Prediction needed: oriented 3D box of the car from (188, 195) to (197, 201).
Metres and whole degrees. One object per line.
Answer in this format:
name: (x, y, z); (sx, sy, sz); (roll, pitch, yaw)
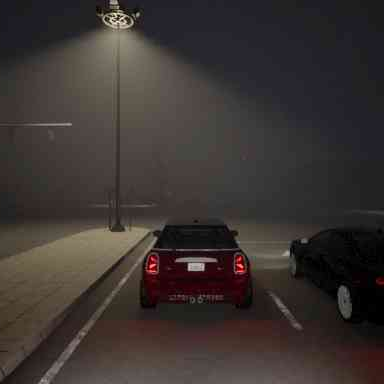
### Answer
car: (0.178, 1.516, 85.535); (2.128, 1.511, 4.902); (0, 0, 0)

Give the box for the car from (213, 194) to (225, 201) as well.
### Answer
car: (7.179, 1.348, 85.907); (2.097, 1.767, 4.553); (0, 0, 0)

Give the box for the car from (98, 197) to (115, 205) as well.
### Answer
car: (-14.948, 1.564, 58.332); (1.994, 1.385, 4.181); (0, 0, 0)

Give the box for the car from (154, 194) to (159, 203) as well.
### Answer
car: (-7.891, 1.601, 66.077); (1.895, 1.301, 4.718); (0, 0, 1)

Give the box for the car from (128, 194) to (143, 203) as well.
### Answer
car: (-11.378, 1.352, 67.174); (2.097, 1.767, 4.553); (0, 0, 1)

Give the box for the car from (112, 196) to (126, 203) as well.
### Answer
car: (-14.859, 1.564, 68.028); (1.994, 1.385, 4.181); (0, 0, 0)

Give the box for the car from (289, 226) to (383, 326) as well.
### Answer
car: (3.578, 1.478, 7.166); (1.882, 1.535, 5.008); (0, 0, 0)

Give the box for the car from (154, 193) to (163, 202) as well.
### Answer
car: (-7.841, 1.225, 76.648); (2.150, 2.045, 5.566); (0, 0, 0)

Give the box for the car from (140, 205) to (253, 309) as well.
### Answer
car: (0.083, 1.352, 8.042); (2.097, 1.767, 4.553); (0, 0, 0)

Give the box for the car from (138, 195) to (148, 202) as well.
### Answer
car: (-11.340, 1.524, 77.093); (1.812, 1.442, 4.674); (0, 0, 0)

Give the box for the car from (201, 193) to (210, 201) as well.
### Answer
car: (3.679, 1.546, 85.944); (1.994, 1.385, 4.181); (0, 0, 0)

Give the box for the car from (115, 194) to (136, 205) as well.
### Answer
car: (-11.451, 1.478, 58.138); (1.882, 1.535, 5.008); (0, 0, 0)

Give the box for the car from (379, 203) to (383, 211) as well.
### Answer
car: (24.027, 1.526, 38.292); (4.674, 1.442, 1.812); (0, 0, 0)

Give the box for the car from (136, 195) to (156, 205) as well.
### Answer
car: (-7.958, 1.564, 57.323); (1.994, 1.385, 4.181); (0, 0, 0)

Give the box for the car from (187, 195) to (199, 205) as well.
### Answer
car: (0.114, 1.478, 54.925); (1.882, 1.535, 5.008); (0, 0, 0)

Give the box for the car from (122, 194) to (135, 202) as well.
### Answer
car: (-14.838, 1.355, 78.017); (2.097, 1.767, 4.553); (0, 0, 0)
